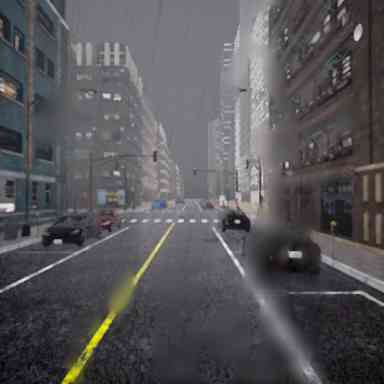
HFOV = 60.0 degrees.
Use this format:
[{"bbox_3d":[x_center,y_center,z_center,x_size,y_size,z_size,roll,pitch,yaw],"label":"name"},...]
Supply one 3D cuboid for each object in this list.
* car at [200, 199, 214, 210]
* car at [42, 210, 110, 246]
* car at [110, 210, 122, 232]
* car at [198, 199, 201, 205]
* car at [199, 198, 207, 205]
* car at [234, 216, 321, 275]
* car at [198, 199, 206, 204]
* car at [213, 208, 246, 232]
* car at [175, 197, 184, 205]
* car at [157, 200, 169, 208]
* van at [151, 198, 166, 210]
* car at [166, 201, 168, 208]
[{"bbox_3d":[2.692,2.214,54.209,1.802,1.307,4.206,0,-1,0],"label":"car"},{"bbox_3d":[-5.685,1.752,16.294,1.947,1.339,4.313,0,-1,0],"label":"car"},{"bbox_3d":[-5.685,1.832,21.817,1.802,1.307,4.206,0,-1,0],"label":"car"},{"bbox_3d":[2.692,2.206,65.266,1.967,1.590,4.097,0,-1,0],"label":"car"},{"bbox_3d":[2.690,2.408,81.847,1.967,1.590,4.097,0,-1,0],"label":"car"},{"bbox_3d":[2.697,1.689,10.759,1.947,1.339,4.313,0,-1,0],"label":"car"},{"bbox_3d":[2.688,2.657,92.900,2.008,1.369,4.403,0,-1,0],"label":"car"},{"bbox_3d":[2.696,1.816,21.806,1.947,1.339,4.313,0,-1,0],"label":"car"},{"bbox_3d":[-3.007,2.207,83.437,2.150,2.045,5.566,0,-1,0],"label":"car"},{"bbox_3d":[-5.690,2.310,65.265,1.887,1.381,4.507,0,-1,0],"label":"car"},{"bbox_3d":[-5.687,1.973,54.212,1.690,1.788,3.998,0,-1,0],"label":"van"},{"bbox_3d":[-5.687,2.014,59.740,2.192,1.841,5.009,0,-1,0],"label":"car"}]
